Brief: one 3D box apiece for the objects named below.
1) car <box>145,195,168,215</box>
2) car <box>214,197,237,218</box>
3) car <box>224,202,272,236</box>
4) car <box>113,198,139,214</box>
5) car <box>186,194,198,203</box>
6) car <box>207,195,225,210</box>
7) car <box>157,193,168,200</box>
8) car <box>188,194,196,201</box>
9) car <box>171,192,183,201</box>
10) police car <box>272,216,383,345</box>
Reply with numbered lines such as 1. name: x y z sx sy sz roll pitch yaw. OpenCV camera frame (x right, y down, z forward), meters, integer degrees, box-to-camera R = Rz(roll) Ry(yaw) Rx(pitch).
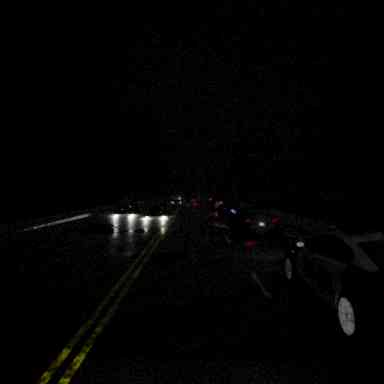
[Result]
1. car: -3.336 1.323 31.720 1.882 1.535 5.008 0 0 0
2. car: 3.252 1.424 28.443 1.994 1.385 4.181 0 0 0
3. car: 3.175 1.472 17.678 1.994 1.385 4.181 0 0 -3
4. car: -6.584 1.363 33.693 1.812 1.442 4.674 0 0 0
5. car: 0.004 1.260 59.743 2.128 1.511 4.902 0 0 0
6. car: 3.253 1.248 39.443 2.033 1.649 4.856 0 0 0
7. car: -6.495 0.989 74.365 2.128 1.511 4.902 0 0 0
8. car: 0.005 1.256 77.830 1.837 1.490 4.892 0 0 0
9. car: -3.245 0.949 72.279 2.150 2.045 5.566 0 0 0
10. police car: 3.251 1.388 6.551 1.930 1.638 5.238 0 0 0
